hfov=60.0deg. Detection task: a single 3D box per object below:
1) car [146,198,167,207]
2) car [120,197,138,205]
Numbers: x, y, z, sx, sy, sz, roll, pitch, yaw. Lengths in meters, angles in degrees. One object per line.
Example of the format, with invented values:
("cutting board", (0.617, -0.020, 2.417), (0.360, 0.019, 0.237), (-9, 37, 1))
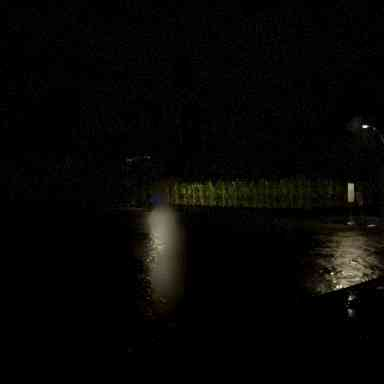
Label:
("car", (-5.730, 1.665, 53.926), (1.812, 1.442, 4.674), (-1, 0, -36))
("car", (-11.810, 1.685, 62.120), (1.837, 1.490, 4.892), (-1, 0, -36))
